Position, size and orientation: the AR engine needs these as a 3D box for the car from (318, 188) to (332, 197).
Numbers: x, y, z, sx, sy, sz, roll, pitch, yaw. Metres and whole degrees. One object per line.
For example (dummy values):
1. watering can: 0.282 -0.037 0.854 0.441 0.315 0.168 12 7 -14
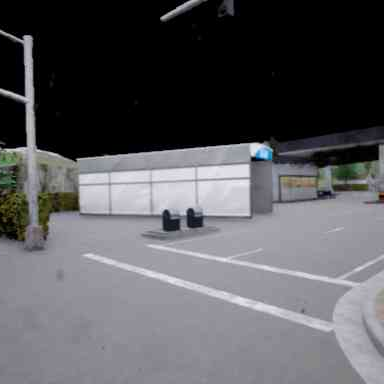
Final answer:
1. car: 22.108 0.112 56.958 4.611 1.667 2.242 -2 1 -44
